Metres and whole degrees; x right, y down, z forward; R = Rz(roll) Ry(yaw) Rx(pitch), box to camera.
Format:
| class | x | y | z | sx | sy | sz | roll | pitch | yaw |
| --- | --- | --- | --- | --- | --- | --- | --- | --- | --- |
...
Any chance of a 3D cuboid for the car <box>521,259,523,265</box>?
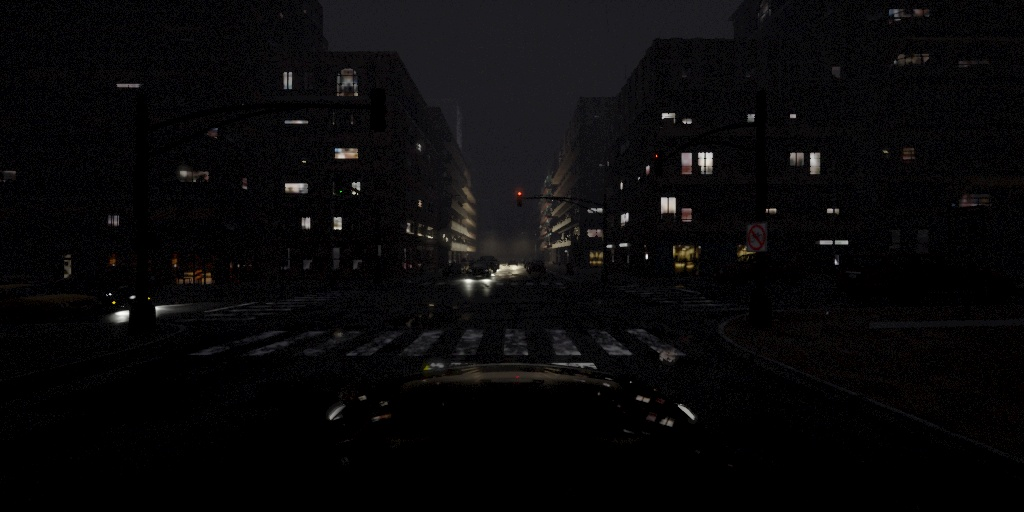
| class | x | y | z | sx | sy | sz | roll | pitch | yaw |
| --- | --- | --- | --- | --- | --- | --- | --- | --- | --- |
| car | 2.829 | 1.348 | 57.811 | 1.802 | 1.307 | 4.207 | 0 | 0 | 0 |

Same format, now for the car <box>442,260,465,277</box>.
| class | x | y | z | sx | sy | sz | roll | pitch | yaw |
| --- | --- | --- | --- | --- | --- | --- | --- | --- | --- |
| car | -5.608 | 1.322 | 35.099 | 1.948 | 1.339 | 4.313 | 0 | 0 | 0 |

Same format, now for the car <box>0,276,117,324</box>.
| class | x | y | z | sx | sy | sz | roll | pitch | yaw |
| --- | --- | --- | --- | --- | --- | --- | --- | --- | --- |
| car | -17.603 | 1.585 | 12.803 | 4.829 | 1.417 | 1.751 | 0 | 0 | 0 |

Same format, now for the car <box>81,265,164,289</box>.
| class | x | y | z | sx | sy | sz | roll | pitch | yaw |
| --- | --- | --- | --- | --- | --- | --- | --- | --- | --- |
| car | -23.551 | 1.462 | 21.114 | 5.009 | 1.841 | 2.192 | 0 | 0 | 0 |

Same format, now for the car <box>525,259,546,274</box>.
| class | x | y | z | sx | sy | sz | roll | pitch | yaw |
| --- | --- | --- | --- | --- | --- | --- | --- | --- | --- |
| car | 2.786 | 1.198 | 40.763 | 1.967 | 1.591 | 4.097 | 0 | 0 | 0 |

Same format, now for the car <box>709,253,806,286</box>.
| class | x | y | z | sx | sy | sz | roll | pitch | yaw |
| --- | --- | --- | --- | --- | --- | --- | --- | --- | --- |
| car | 14.624 | 0.759 | 21.385 | 5.009 | 1.841 | 2.192 | 0 | 0 | 0 |

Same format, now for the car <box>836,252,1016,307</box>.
| class | x | y | z | sx | sy | sz | roll | pitch | yaw |
| --- | --- | --- | --- | --- | --- | --- | --- | --- | --- |
| car | 14.738 | 0.775 | 13.006 | 5.009 | 1.841 | 2.192 | 0 | 0 | 0 |

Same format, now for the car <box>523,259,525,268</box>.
| class | x | y | z | sx | sy | sz | roll | pitch | yaw |
| --- | --- | --- | --- | --- | --- | --- | --- | --- | --- |
| car | 2.801 | 1.200 | 46.446 | 1.967 | 1.591 | 4.097 | 0 | 0 | 0 |

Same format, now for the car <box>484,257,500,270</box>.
| class | x | y | z | sx | sy | sz | roll | pitch | yaw |
| --- | --- | --- | --- | --- | --- | --- | --- | --- | --- |
| car | -2.955 | 1.116 | 54.397 | 2.097 | 1.767 | 4.553 | 0 | 0 | 0 |

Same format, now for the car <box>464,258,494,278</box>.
| class | x | y | z | sx | sy | sz | roll | pitch | yaw |
| --- | --- | --- | --- | --- | --- | --- | --- | --- | --- |
| car | -3.022 | 1.233 | 34.083 | 1.882 | 1.535 | 5.008 | 0 | 0 | 0 |

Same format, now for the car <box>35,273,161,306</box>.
| class | x | y | z | sx | sy | sz | roll | pitch | yaw |
| --- | --- | --- | --- | --- | --- | --- | --- | --- | --- |
| car | -18.288 | 1.627 | 15.388 | 4.181 | 1.385 | 1.994 | -1 | 0 | 0 |

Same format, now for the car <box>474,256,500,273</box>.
| class | x | y | z | sx | sy | sz | roll | pitch | yaw |
| --- | --- | --- | --- | --- | --- | --- | --- | --- | --- |
| car | -2.995 | 0.981 | 44.065 | 2.150 | 2.045 | 5.566 | 0 | 0 | 0 |

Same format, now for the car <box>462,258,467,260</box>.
| class | x | y | z | sx | sy | sz | roll | pitch | yaw |
| --- | --- | --- | --- | --- | --- | --- | --- | --- | --- |
| car | -5.594 | 1.283 | 40.612 | 1.751 | 1.417 | 4.829 | 0 | 0 | 0 |
